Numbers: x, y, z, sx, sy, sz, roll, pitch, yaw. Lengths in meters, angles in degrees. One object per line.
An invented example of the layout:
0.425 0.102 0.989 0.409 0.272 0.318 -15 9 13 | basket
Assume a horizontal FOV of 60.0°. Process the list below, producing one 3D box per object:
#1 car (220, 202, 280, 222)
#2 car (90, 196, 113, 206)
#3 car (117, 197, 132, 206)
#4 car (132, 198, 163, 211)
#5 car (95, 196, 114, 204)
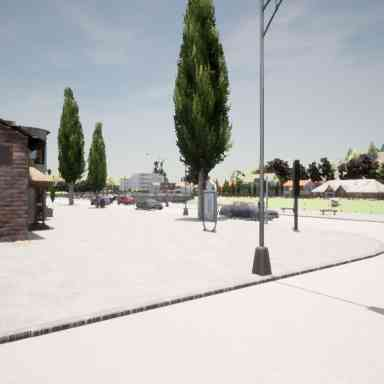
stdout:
4.549 1.547 27.068 2.033 1.411 5.357 0 0 -36 | car
-15.018 1.364 54.453 2.097 1.767 4.553 0 0 -36 | car
-10.938 1.526 55.800 1.812 1.442 4.674 0 0 -36 | car
-5.208 1.564 40.652 1.994 1.385 4.181 0 0 -36 | car
-16.897 1.478 64.089 1.882 1.535 5.008 0 0 -36 | car
